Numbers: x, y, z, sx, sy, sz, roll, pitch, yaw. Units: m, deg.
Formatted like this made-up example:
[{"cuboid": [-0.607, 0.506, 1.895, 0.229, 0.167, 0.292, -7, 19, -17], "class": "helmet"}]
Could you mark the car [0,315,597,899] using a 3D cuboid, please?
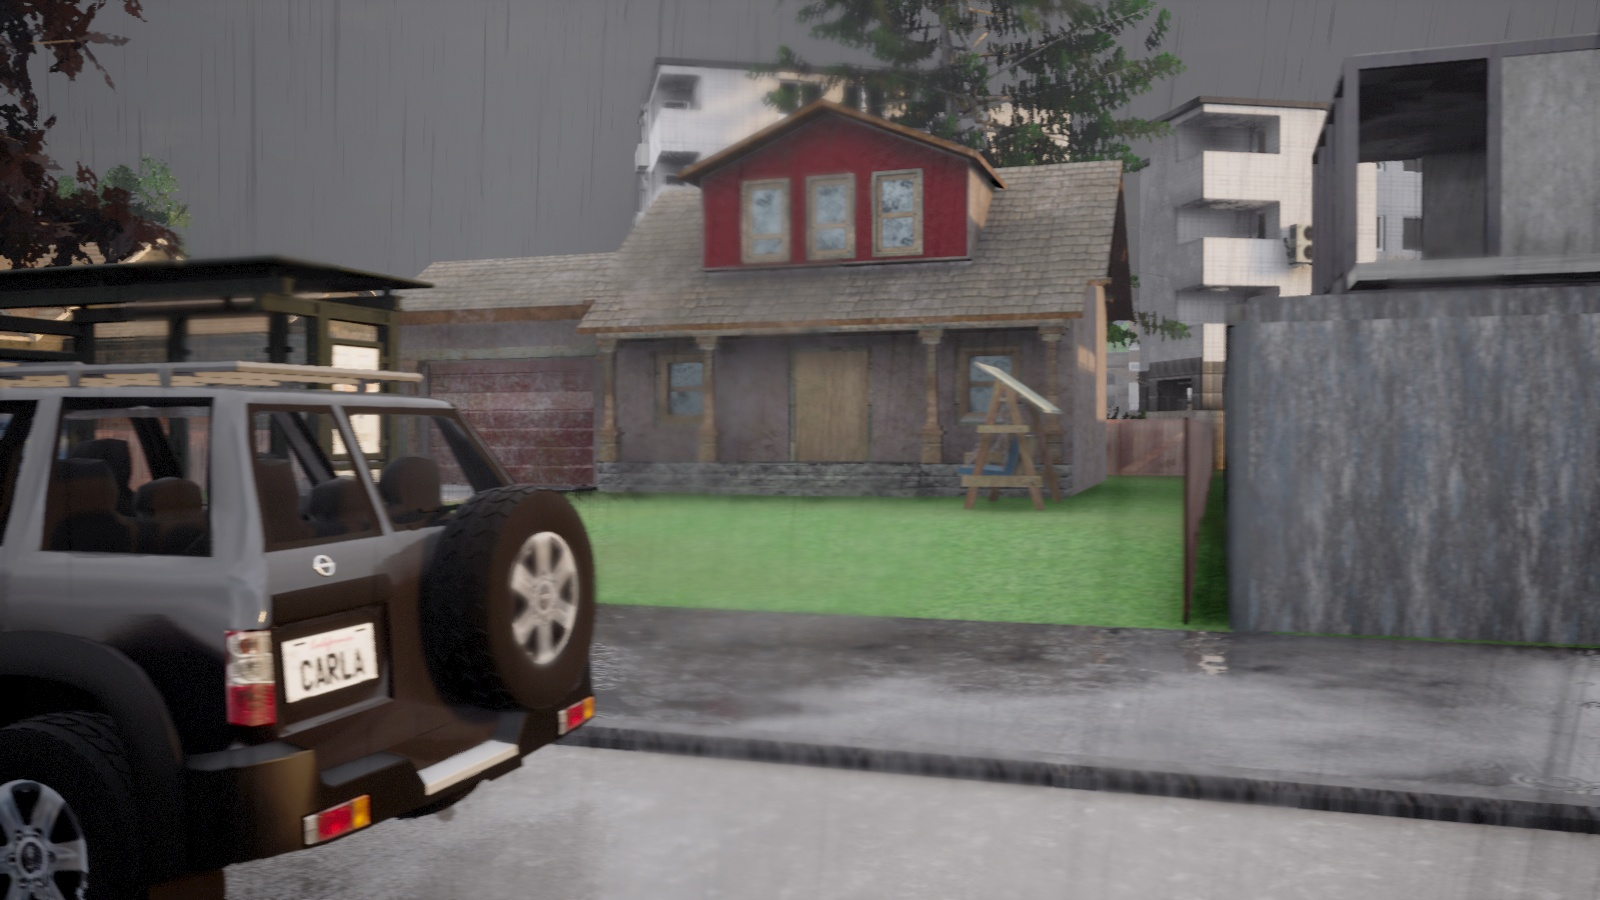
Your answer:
[{"cuboid": [-3.302, 0.554, 4.828, 4.605, 1.855, 1.932, 1, 1, 19], "class": "car"}]
